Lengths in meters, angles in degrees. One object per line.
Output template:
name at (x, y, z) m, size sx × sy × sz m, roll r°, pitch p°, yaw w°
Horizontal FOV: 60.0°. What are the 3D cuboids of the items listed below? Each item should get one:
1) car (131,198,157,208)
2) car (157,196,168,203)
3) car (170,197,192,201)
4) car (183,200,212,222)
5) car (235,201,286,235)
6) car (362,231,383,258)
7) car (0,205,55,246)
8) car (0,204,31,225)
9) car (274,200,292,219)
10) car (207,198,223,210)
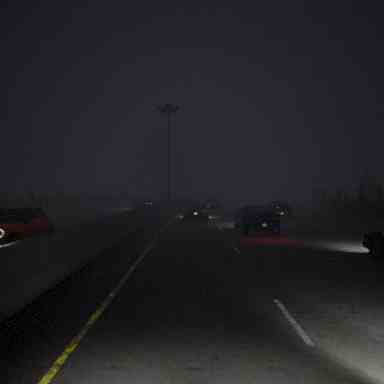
car at (-7.028, 1.532, 47.495) m, size 1.812 × 1.442 × 4.674 m, roll 0°, pitch 0°, yaw 15°
car at (-5.192, 1.502, 63.625) m, size 2.128 × 1.511 × 4.902 m, roll 0°, pitch 0°, yaw 23°
car at (-1.258, 1.498, 54.478) m, size 2.128 × 1.511 × 4.902 m, roll 0°, pitch 0°, yaw 19°
car at (0.399, 1.568, 26.619) m, size 1.994 × 1.385 × 4.181 m, roll 0°, pitch 0°, yaw 3°
car at (3.622, 1.480, 18.985) m, size 1.882 × 1.535 × 5.008 m, roll 0°, pitch 0°, yaw 0°
car at (7.101, 1.549, 9.644) m, size 2.033 × 1.411 × 5.357 m, roll 0°, pitch 0°, yaw 0°
car at (-7.069, 1.354, 12.715) m, size 2.097 × 1.767 × 4.553 m, roll 0°, pitch 0°, yaw 0°
car at (-13.915, 1.605, 24.198) m, size 1.895 × 1.301 × 4.718 m, roll 0°, pitch 0°, yaw 2°
car at (7.639, 1.509, 29.633) m, size 1.837 × 1.490 × 4.892 m, roll 0°, pitch 0°, yaw 5°
car at (2.827, 1.509, 42.841) m, size 2.163 × 1.488 × 4.792 m, roll 0°, pitch 0°, yaw 13°
